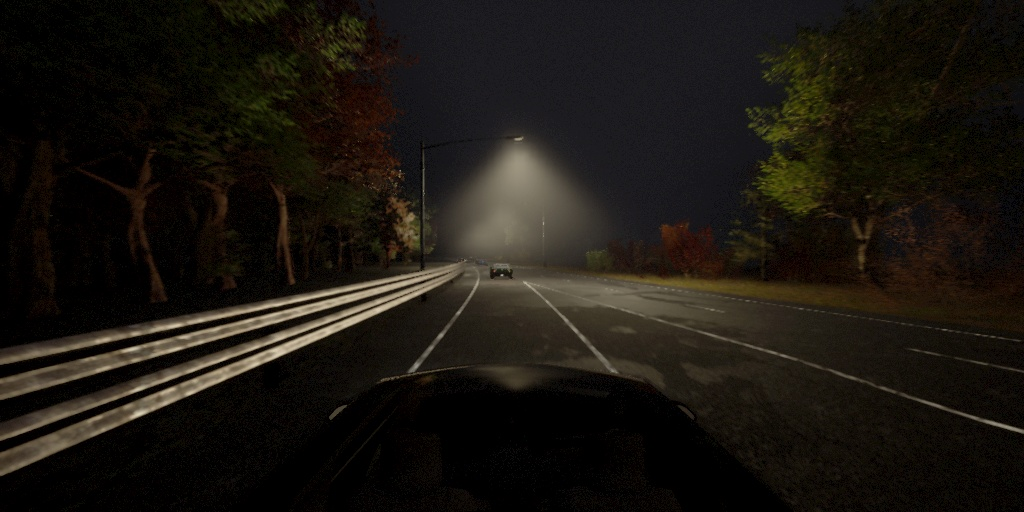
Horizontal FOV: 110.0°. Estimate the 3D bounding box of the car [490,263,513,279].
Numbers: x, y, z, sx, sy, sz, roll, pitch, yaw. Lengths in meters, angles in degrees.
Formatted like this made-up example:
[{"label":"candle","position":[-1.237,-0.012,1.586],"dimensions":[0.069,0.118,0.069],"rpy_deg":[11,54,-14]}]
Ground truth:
[{"label":"car","position":[-1.054,1.331,32.723],"dimensions":[1.895,1.301,4.718],"rpy_deg":[0,0,-5]}]
